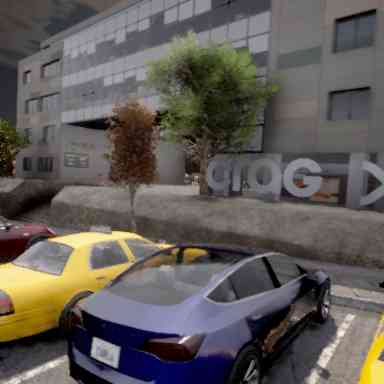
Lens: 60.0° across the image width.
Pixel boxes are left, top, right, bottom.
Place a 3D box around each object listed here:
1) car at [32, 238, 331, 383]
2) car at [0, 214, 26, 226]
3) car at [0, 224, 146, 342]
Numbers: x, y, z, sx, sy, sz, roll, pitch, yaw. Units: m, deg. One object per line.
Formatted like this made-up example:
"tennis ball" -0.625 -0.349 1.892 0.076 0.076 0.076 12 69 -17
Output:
"car" 0.573 1.493 4.908 2.163 1.488 4.792 1 0 36
"car" -6.284 1.277 9.725 2.185 1.767 4.553 1 0 36
"car" -1.609 1.440 6.657 1.946 1.575 5.366 0 0 36
